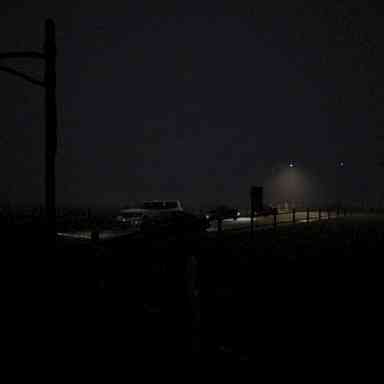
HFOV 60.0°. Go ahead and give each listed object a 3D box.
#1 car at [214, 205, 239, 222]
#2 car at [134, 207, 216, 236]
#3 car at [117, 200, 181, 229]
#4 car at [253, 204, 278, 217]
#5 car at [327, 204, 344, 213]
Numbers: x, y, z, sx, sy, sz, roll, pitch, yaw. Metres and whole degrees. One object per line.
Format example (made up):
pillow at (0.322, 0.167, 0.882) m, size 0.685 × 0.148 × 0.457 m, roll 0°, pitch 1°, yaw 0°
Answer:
car at (2.878, 2.067, 32.533) m, size 2.128 × 1.511 × 4.902 m, roll 0°, pitch -1°, yaw 36°
car at (-0.854, 1.885, 20.884) m, size 2.033 × 1.411 × 5.357 m, roll 0°, pitch -1°, yaw 34°
car at (-2.937, 1.608, 24.595) m, size 2.150 × 2.045 × 5.566 m, roll 0°, pitch -1°, yaw 36°
car at (8.910, 2.266, 40.762) m, size 2.128 × 1.511 × 4.902 m, roll 0°, pitch -1°, yaw 36°
car at (23.329, 2.671, 54.208) m, size 1.812 × 1.442 × 4.674 m, roll 0°, pitch -1°, yaw 37°
